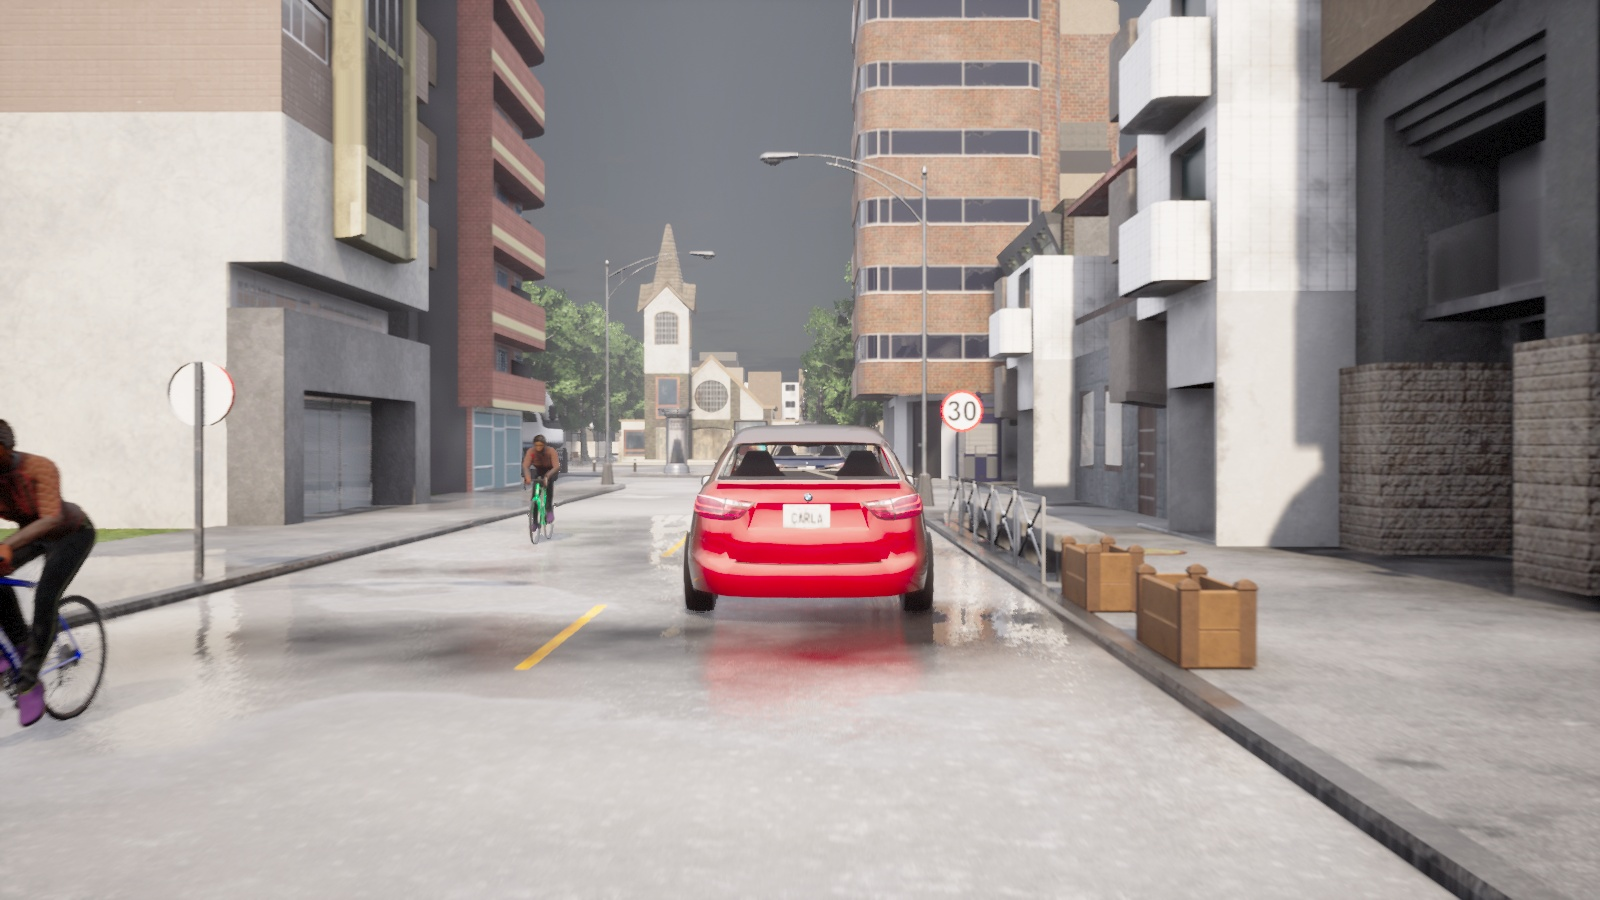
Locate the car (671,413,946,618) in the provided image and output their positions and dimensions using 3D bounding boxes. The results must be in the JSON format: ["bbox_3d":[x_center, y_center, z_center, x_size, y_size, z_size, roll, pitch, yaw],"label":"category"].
[{"bbox_3d":[0.082,0.520,12.538,2.242,1.667,4.611,0,0,0],"label":"car"}]

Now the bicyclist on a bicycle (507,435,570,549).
[{"bbox_3d":[-3.885,0.591,18.735,0.582,1.620,1.656,0,1,0],"label":"bicyclist on a bicycle"}]

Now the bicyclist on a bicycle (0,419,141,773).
[{"bbox_3d":[-3.952,0.662,6.126,0.582,1.620,1.656,0,1,0],"label":"bicyclist on a bicycle"}]

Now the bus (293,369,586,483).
[{"bbox_3d":[-13.788,-0.916,48.850,10.273,4.253,3.944,0,0,0],"label":"bus"}]
